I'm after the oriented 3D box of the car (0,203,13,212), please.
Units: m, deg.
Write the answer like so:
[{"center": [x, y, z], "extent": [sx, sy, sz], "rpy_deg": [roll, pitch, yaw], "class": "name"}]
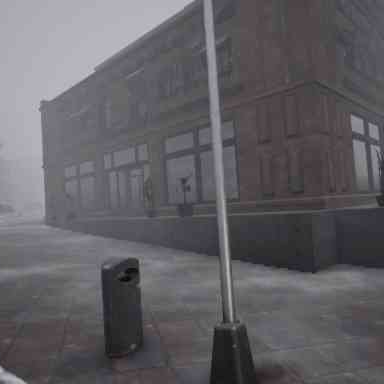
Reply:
[{"center": [-30.744, 2.599, 53.190], "extent": [4.892, 1.490, 1.837], "rpy_deg": [-4, -3, 28], "class": "car"}]
